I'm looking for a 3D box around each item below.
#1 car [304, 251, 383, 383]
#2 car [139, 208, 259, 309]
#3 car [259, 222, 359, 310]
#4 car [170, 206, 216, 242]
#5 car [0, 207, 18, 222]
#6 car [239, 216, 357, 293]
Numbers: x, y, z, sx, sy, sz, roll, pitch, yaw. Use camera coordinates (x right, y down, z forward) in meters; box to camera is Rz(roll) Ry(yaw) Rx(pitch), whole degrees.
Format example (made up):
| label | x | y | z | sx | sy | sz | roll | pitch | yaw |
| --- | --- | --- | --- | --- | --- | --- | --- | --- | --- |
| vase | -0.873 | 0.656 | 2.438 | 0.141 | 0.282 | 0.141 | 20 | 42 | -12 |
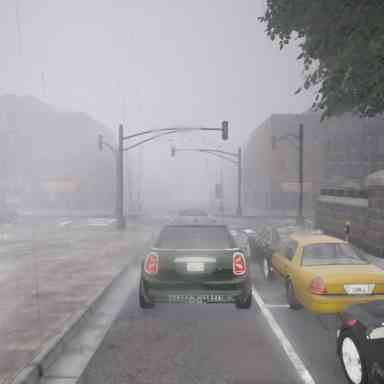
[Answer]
| label | x | y | z | sx | sy | sz | roll | pitch | yaw |
| --- | --- | --- | --- | --- | --- | --- | --- | --- | --- |
| car | 2.626 | 1.550 | 2.486 | 2.008 | 1.369 | 4.403 | -1 | 0 | 0 |
| car | 0.080 | 1.350 | 8.030 | 2.097 | 1.767 | 4.553 | 0 | 0 | 0 |
| car | 2.688 | 1.523 | 7.648 | 1.752 | 1.417 | 4.829 | -1 | 0 | 0 |
| car | 0.042 | 1.555 | 17.464 | 2.033 | 1.411 | 5.357 | 0 | 0 | 0 |
| car | -14.718 | 1.426 | 23.129 | 4.892 | 1.490 | 1.837 | 1 | 1 | 0 |
| car | 2.668 | 1.548 | 9.622 | 2.008 | 1.369 | 4.403 | -1 | 0 | 0 |
